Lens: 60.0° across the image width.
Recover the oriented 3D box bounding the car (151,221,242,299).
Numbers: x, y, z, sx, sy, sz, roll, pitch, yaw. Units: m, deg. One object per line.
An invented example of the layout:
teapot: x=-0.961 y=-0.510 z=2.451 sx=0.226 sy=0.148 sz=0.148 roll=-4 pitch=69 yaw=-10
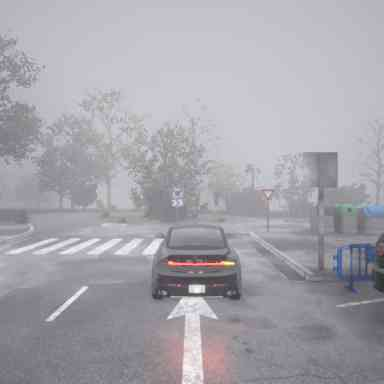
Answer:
car: x=0.093 y=1.504 z=8.429 sx=1.837 sy=1.490 sz=4.892 roll=0 pitch=0 yaw=0

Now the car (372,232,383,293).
car: x=6.023 y=1.236 z=6.162 sx=5.566 sy=2.045 sz=2.435 roll=1 pitch=0 yaw=-20
